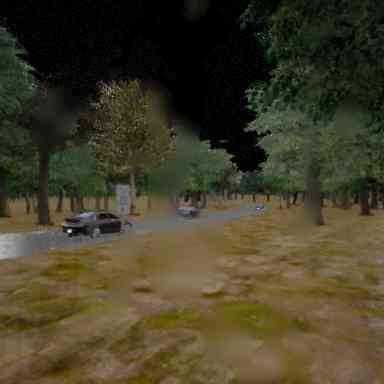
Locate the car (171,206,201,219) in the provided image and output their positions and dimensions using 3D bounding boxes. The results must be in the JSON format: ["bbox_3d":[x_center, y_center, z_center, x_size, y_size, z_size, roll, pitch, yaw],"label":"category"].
[{"bbox_3d":[-0.544,2.373,39.195,2.033,1.411,5.357,1,-1,22],"label":"car"}]

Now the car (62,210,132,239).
[{"bbox_3d":[-5.452,1.858,19.795,1.837,1.490,4.892,1,-1,25],"label":"car"}]

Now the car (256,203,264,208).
[{"bbox_3d":[18.354,3.672,89.461,1.994,1.385,4.181,1,-1,12],"label":"car"}]
